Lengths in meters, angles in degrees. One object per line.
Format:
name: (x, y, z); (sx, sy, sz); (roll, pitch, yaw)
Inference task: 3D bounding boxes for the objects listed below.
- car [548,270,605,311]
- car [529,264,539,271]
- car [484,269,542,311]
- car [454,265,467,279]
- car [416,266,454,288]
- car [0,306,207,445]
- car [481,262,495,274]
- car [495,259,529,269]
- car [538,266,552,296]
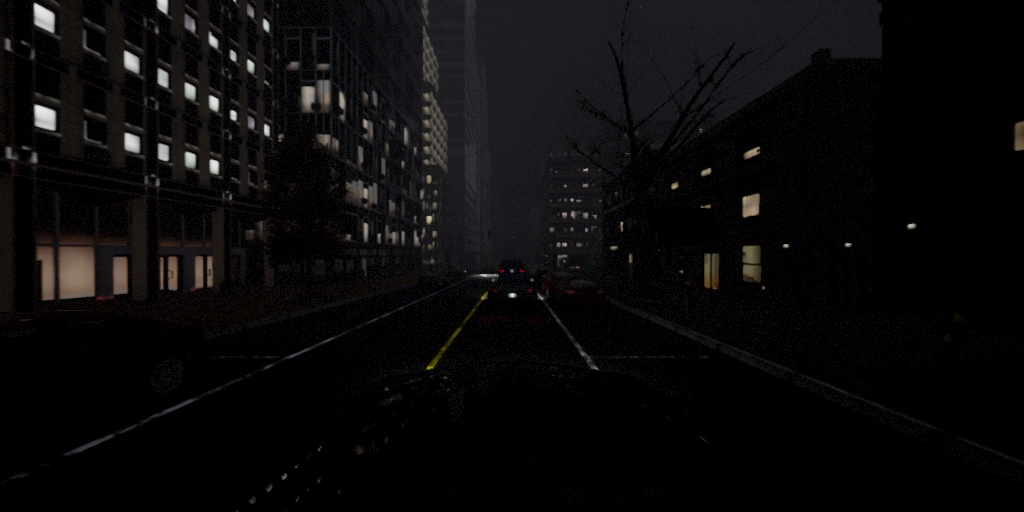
car: (2.727, 1.460, 15.003); (1.802, 1.307, 4.207); (0, 0, 0)
car: (2.825, 1.591, 31.935); (2.007, 1.370, 4.403); (0, 0, 0)
car: (0.025, 1.445, 15.339); (1.994, 1.385, 4.181); (0, 0, 0)
car: (-5.814, 1.641, 37.638); (1.888, 1.381, 4.507); (0, 0, 0)
car: (-5.790, 1.537, 26.349); (2.007, 1.370, 4.403); (0, 0, 0)
car: (-5.690, 1.315, 3.775); (1.888, 1.381, 4.507); (0, 0, 0)
car: (-3.009, 1.766, 48.490); (1.994, 1.385, 4.181); (0, -1, 1)
car: (0.014, 1.241, 29.413); (2.150, 2.045, 5.566); (0, 0, 0)
car: (2.762, 1.477, 20.647); (1.888, 1.381, 4.507); (0, 0, 0)
